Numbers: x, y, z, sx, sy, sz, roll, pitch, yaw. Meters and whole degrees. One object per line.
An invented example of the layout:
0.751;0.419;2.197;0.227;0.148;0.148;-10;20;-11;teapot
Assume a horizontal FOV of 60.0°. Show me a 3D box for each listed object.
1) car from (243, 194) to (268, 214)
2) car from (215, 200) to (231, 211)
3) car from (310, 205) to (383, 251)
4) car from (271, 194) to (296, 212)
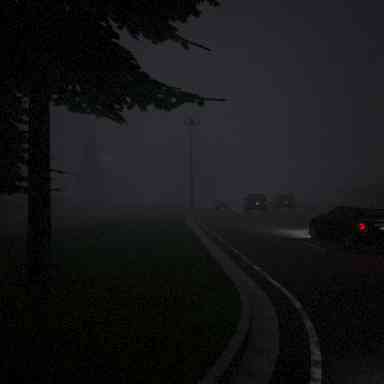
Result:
6.636;1.219;34.942;2.150;2.045;5.566;0;0;6;car
3.856;1.600;41.236;1.895;1.301;4.718;0;0;7;car
6.860;1.352;14.302;2.097;1.767;4.553;0;0;-5;car
10.574;1.221;38.630;2.150;2.045;5.566;0;0;7;car
